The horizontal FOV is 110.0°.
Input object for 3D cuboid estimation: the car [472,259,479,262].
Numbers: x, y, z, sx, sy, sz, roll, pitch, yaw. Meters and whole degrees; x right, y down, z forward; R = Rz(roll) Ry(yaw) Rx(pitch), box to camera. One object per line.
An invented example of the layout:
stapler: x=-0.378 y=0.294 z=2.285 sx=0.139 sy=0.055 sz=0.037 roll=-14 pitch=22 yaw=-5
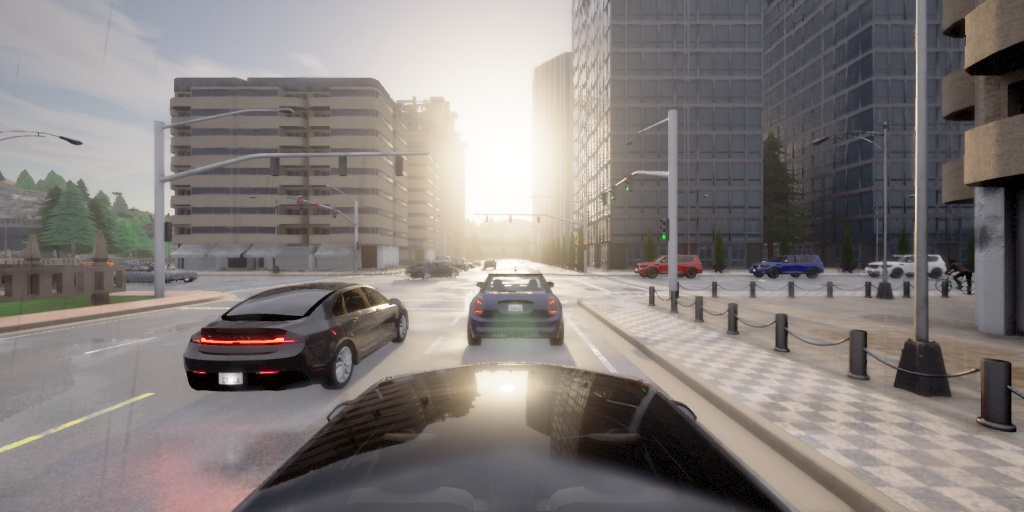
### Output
car: x=-7.006 y=1.296 z=57.652 sx=2.033 sy=1.411 sz=5.357 roll=0 pitch=0 yaw=0

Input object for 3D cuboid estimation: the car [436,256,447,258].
car: x=-10.521 y=0.970 z=54.305 sx=2.150 sy=2.045 sz=5.566 roll=0 pitch=0 yaw=0

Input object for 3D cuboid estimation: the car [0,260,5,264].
car: x=-42.130 y=0.916 z=28.143 sx=5.566 sy=2.045 sz=2.150 roll=0 pitch=0 yaw=24

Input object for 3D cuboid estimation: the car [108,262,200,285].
car: x=-24.541 y=1.295 z=24.745 sx=4.718 sy=1.301 sz=1.895 roll=0 pitch=0 yaw=3

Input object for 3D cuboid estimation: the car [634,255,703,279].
car: x=13.714 y=0.916 z=31.515 sx=5.566 sy=2.045 sz=2.150 roll=0 pitch=0 yaw=0

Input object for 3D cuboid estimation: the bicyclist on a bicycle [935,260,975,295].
bicyclist on a bicycle: x=21.022 y=0.995 z=16.981 sx=0.582 sy=1.620 sz=1.656 roll=0 pitch=0 yaw=0

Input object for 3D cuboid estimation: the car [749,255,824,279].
car: x=24.034 y=0.915 z=31.442 sx=5.566 sy=2.045 sz=2.150 roll=0 pitch=0 yaw=1

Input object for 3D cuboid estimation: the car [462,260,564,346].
car: x=0.092 y=1.102 z=9.585 sx=2.097 sy=1.767 sz=4.553 roll=0 pitch=0 yaw=0

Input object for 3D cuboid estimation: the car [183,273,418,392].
car: x=-3.425 y=1.255 z=6.814 sx=1.837 sy=1.490 sz=4.892 roll=0 pitch=0 yaw=0

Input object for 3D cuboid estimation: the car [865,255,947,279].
car: x=34.396 y=0.915 z=31.372 sx=5.566 sy=2.045 sz=2.150 roll=0 pitch=0 yaw=0

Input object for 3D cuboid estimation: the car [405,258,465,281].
car: x=-6.650 y=1.217 z=30.308 sx=1.837 sy=1.490 sz=4.892 roll=2 pitch=2 yaw=38

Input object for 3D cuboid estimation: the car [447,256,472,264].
car: x=-7.033 y=1.101 z=48.181 sx=2.097 sy=1.767 sz=4.553 roll=0 pitch=0 yaw=0
